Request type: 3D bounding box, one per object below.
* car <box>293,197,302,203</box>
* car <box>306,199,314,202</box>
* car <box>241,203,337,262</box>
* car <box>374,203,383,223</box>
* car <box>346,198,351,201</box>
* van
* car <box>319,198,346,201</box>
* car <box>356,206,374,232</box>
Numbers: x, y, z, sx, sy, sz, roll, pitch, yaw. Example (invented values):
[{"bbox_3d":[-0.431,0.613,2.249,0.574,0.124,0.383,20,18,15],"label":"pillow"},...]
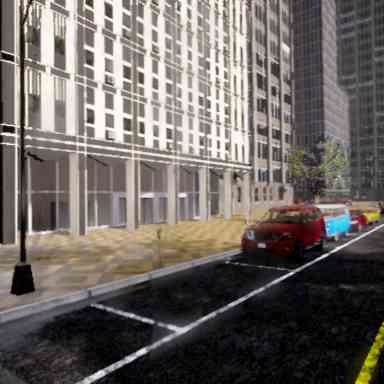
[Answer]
[{"bbox_3d":[22.986,2.037,77.312,5.009,1.841,2.192,-1,-1,38],"label":"car"},{"bbox_3d":[27.336,2.104,73.901,4.097,1.590,1.967,-1,-1,38],"label":"car"},{"bbox_3d":[3.867,1.506,13.254,2.192,1.841,5.009,-2,-1,37],"label":"car"},{"bbox_3d":[13.756,1.807,26.401,1.752,1.417,4.829,-2,-1,37],"label":"car"},{"bbox_3d":[31.686,2.046,70.491,4.097,1.590,1.967,-1,-1,38],"label":"car"},{"bbox_3d":[7.197,1.563,17.683,1.690,1.788,3.998,-2,-1,37],"label":"van"},{"bbox_3d":[26.837,2.148,64.277,4.206,1.307,1.802,-1,-1,38],"label":"car"},{"bbox_3d":[10.530,1.834,22.107,1.802,1.307,4.206,-2,-1,37],"label":"car"}]
